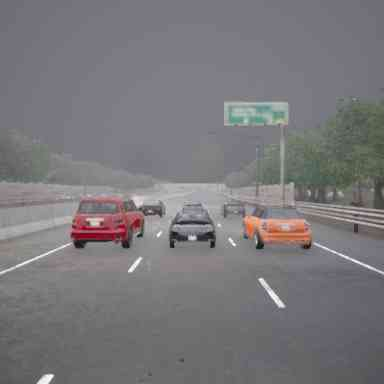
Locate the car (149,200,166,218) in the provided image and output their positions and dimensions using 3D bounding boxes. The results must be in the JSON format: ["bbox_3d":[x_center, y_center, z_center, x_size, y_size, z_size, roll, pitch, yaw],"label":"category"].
[{"bbox_3d":[-3.408,1.417,29.601,1.882,1.535,5.008,0,0,0],"label":"car"}]

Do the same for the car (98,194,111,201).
[{"bbox_3d":[-20.387,1.257,77.444,1.812,1.442,4.674,0,0,1],"label":"car"}]

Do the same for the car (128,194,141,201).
[{"bbox_3d":[-13.388,1.259,77.329,2.128,1.511,4.902,0,0,1],"label":"car"}]

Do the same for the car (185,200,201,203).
[{"bbox_3d":[0.091,1.428,29.579,2.128,1.511,4.902,0,0,0],"label":"car"}]

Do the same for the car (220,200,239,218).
[{"bbox_3d":[3.591,1.428,29.558,2.128,1.511,4.902,0,0,0],"label":"car"}]

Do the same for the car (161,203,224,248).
[{"bbox_3d":[0.024,1.473,14.607,2.128,1.511,4.902,0,0,0],"label":"car"}]

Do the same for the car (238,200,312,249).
[{"bbox_3d":[3.523,1.344,14.566,2.097,1.767,4.553,0,0,0],"label":"car"}]

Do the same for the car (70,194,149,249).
[{"bbox_3d":[-3.476,1.235,14.647,2.150,2.045,5.566,0,0,0],"label":"car"}]

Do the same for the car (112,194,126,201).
[{"bbox_3d":[-16.888,1.258,77.387,2.128,1.511,4.902,0,0,1],"label":"car"}]
